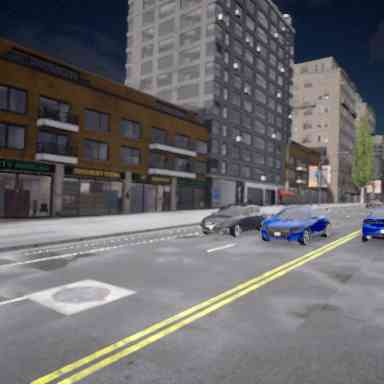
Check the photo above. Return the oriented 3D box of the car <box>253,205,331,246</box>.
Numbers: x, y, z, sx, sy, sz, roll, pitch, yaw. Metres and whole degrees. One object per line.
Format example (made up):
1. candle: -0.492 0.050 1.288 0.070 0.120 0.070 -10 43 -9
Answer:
1. car: 4.928 1.408 15.365 1.882 1.535 5.008 1 0 37

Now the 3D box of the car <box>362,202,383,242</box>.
1. car: 9.238 1.443 15.353 1.882 1.535 5.008 1 0 37

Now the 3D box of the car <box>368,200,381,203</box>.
1. car: 28.529 1.901 51.907 1.994 1.385 4.181 1 0 37

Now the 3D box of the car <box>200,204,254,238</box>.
1. car: 2.340 1.403 17.331 1.837 1.490 4.892 1 1 37
